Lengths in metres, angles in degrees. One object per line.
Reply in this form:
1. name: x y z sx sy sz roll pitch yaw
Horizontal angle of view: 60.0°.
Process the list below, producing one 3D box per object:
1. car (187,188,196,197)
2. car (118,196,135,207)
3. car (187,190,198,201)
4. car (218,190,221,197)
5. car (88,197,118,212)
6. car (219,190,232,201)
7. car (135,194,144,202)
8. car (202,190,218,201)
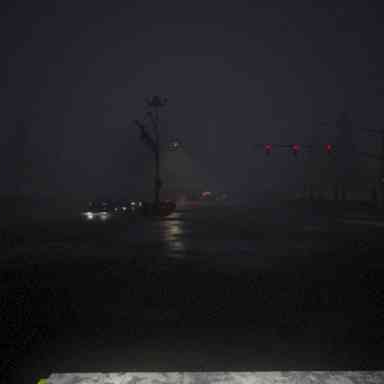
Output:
1. car: -0.074 0.184 78.152 2.128 1.511 4.902 0 7 0
2. car: -10.556 1.546 51.069 2.033 1.411 5.357 0 0 0
3. car: 0.070 0.841 68.103 2.097 1.767 4.553 0 4 0
4. car: 6.927 0.206 77.999 1.812 1.442 4.674 0 7 0
5. car: -10.556 1.352 39.048 2.097 1.767 4.553 0 0 0
6. car: 7.071 1.036 67.806 1.812 1.442 4.674 0 4 0
7. car: -10.546 1.151 65.729 1.812 1.442 4.674 0 3 0
8. car: 3.569 0.992 67.949 2.128 1.511 4.902 0 4 0
